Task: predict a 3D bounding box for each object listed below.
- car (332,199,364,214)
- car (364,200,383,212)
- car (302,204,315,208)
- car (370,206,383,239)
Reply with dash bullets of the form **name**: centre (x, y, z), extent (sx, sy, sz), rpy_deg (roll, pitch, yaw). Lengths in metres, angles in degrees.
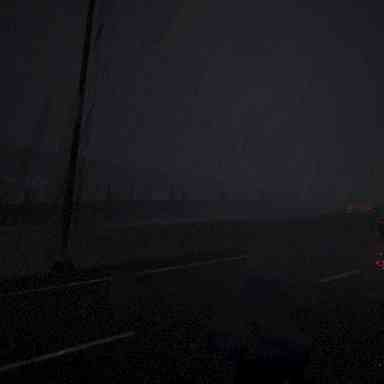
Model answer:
- **car**: centre (15.822, 1.490, 32.825), extent (4.553, 1.767, 2.097), rpy_deg (2, -2, -36)
- **car**: centre (17.846, 1.603, 29.968), extent (4.718, 1.301, 1.895), rpy_deg (2, -2, -36)
- **car**: centre (13.753, 1.371, 35.648), extent (4.902, 1.511, 2.128), rpy_deg (2, -2, -36)
- **car**: centre (10.836, 1.528, 16.034), extent (4.892, 1.490, 1.837), rpy_deg (0, 0, -36)
